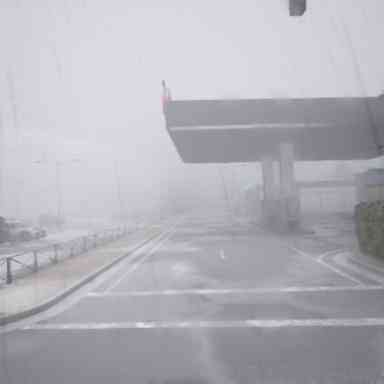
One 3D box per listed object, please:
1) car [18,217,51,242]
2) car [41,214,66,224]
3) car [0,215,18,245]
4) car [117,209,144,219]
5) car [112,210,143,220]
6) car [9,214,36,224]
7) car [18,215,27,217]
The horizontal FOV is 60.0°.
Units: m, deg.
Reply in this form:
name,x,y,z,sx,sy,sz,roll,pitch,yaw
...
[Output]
name,x,y,z,sx,sy,sz,roll,pitch,yaw
car,-12.684,2.839,23.994,3.806,1.475,1.970,-2,-2,2
car,-19.549,3.871,46.660,3.633,1.501,1.845,-2,-2,2
car,-13.432,2.470,20.706,3.866,1.878,1.905,-2,-2,2
car,-11.370,4.070,61.345,4.514,1.523,2.007,-2,-2,2
car,-11.437,3.954,58.211,5.027,1.636,2.152,-2,-2,2
car,-30.066,4.799,59.037,3.806,1.475,1.970,-2,-2,2
car,-19.971,3.518,36.683,4.514,1.523,2.007,-2,-2,2
